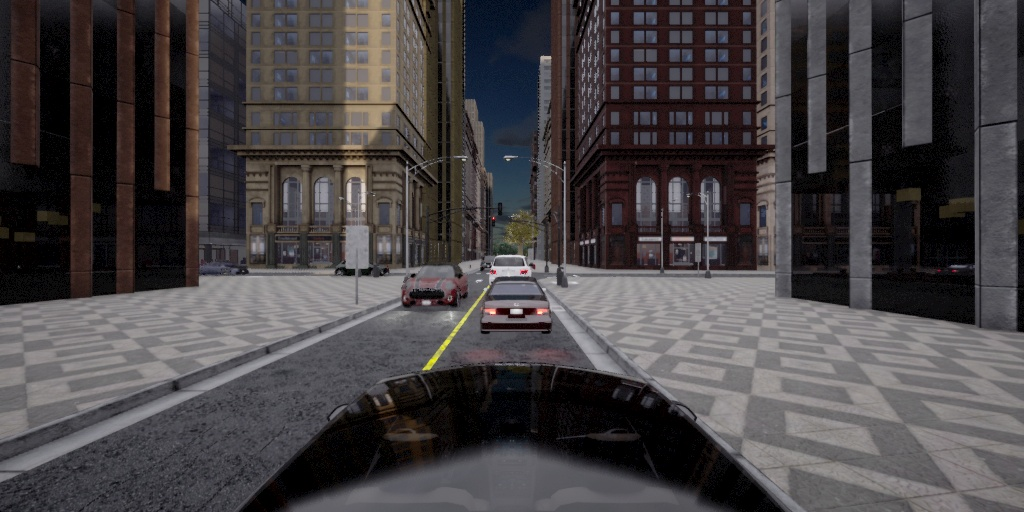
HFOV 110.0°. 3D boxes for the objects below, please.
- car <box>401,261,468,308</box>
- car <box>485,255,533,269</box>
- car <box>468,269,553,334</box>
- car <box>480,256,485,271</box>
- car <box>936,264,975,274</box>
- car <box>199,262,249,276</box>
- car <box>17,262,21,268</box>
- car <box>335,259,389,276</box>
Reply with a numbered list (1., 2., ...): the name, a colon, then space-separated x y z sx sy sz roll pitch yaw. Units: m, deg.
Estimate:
1. car: -3.094 1.101 15.223 2.097 1.767 4.553 0 0 0
2. car: 0.017 0.971 20.826 2.150 2.045 5.566 0 0 4
3. car: 0.091 1.297 10.581 2.033 1.411 5.357 0 0 0
4. car: -3.129 0.969 49.456 2.150 2.045 5.566 0 0 -1
5. car: 42.881 1.419 33.324 5.357 1.411 2.033 0 0 0
6. car: -26.977 1.228 33.312 4.181 1.385 1.994 0 0 0
7. car: -49.472 0.824 33.403 5.566 2.045 2.150 0 0 0
8. car: -13.825 1.055 33.295 4.553 1.767 2.097 0 0 0
